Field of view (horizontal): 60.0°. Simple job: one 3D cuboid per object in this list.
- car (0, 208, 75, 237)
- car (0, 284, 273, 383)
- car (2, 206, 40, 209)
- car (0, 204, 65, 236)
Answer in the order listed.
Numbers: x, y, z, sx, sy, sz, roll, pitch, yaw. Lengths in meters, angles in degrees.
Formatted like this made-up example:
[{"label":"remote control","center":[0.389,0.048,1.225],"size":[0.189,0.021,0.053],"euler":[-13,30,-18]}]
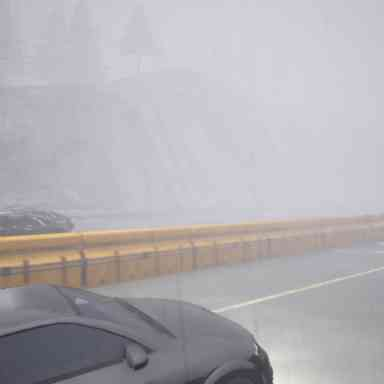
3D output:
[{"label":"car","center":[-7.001,1.513,11.878],"size":[4.892,1.490,1.837],"euler":[1,0,-35]},{"label":"car","center":[-1.238,1.569,2.861],"size":[4.181,1.385,1.994],"euler":[1,0,-36]},{"label":"car","center":[-8.038,1.524,15.432],"size":[4.892,1.490,1.837],"euler":[1,0,-35]},{"label":"car","center":[-9.881,1.511,18.416],"size":[4.902,1.511,2.128],"euler":[1,0,-35]}]
